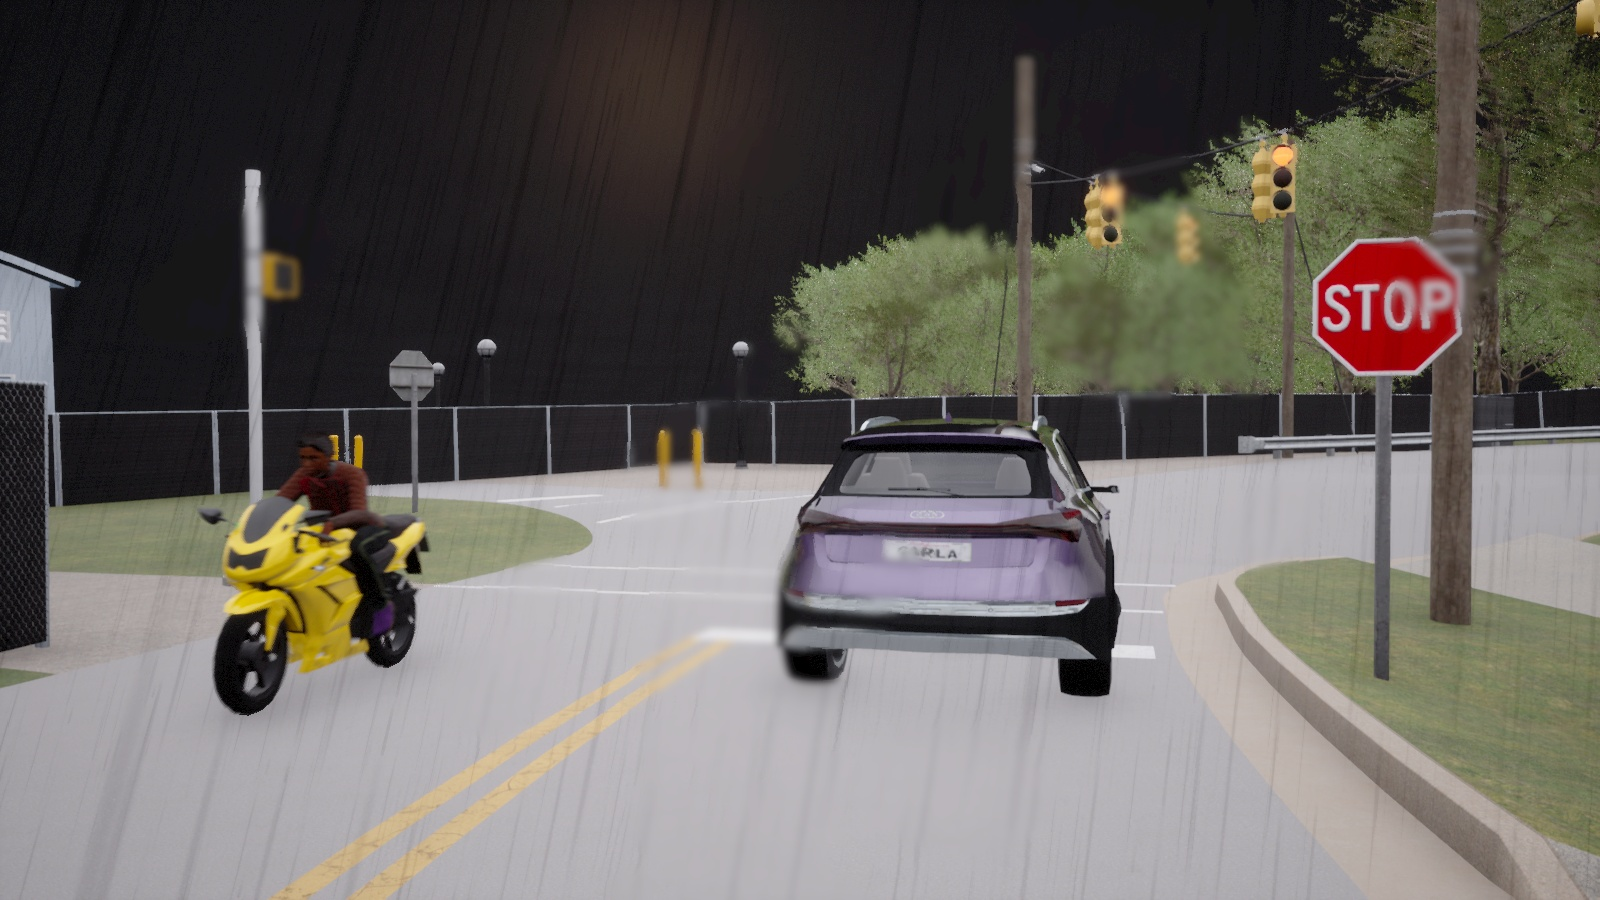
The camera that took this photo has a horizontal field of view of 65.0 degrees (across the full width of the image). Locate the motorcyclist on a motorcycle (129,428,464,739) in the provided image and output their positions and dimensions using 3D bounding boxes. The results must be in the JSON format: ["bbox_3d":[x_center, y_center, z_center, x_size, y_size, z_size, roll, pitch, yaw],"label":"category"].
[{"bbox_3d":[-2.791,0.644,7.260,0.797,1.523,2.044,1,1,11],"label":"motorcyclist on a motorcycle"}]

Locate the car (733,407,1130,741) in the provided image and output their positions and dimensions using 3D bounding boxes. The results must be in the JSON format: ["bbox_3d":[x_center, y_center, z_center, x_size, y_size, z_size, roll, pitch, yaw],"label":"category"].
[{"bbox_3d":[1.199,0.583,8.787,2.033,1.649,4.856,0,1,14],"label":"car"}]
